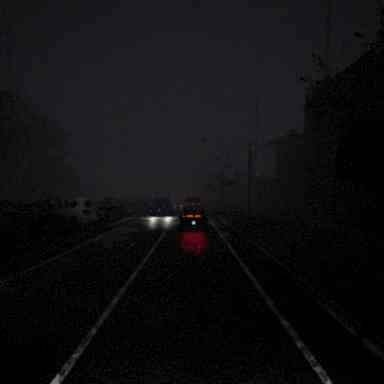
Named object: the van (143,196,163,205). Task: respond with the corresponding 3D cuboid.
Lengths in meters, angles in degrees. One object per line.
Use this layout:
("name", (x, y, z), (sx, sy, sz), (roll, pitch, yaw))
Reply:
("van", (-9.026, 2.035, 77.220), (4.442, 1.987, 1.878), (0, -1, 0))

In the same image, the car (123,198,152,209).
("car", (-8.918, 1.876, 54.794), (4.553, 1.767, 2.185), (0, -1, 0))

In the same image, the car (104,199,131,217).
("car", (-8.859, 1.743, 32.371), (5.008, 1.535, 2.097), (0, -1, 0))

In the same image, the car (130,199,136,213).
("car", (-9.052, 1.772, 35.171), (5.366, 1.575, 1.946), (0, -1, 0))

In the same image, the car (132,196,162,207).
("car", (-8.870, 1.880, 66.008), (5.566, 2.045, 2.435), (0, -1, 0))

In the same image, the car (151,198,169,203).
("car", (-8.956, 2.461, 94.044), (4.792, 1.488, 2.163), (0, 0, 0))

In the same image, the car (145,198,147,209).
("car", (-8.849, 1.934, 46.383), (4.792, 1.488, 2.163), (0, -1, 0))

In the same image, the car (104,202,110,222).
("car", (-8.851, 1.663, 23.966), (4.892, 1.521, 2.231), (0, 0, 0))

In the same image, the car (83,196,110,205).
("car", (-22.018, 2.003, 76.699), (5.566, 2.045, 2.435), (0, -1, 0))

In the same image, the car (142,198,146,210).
("car", (-8.846, 1.901, 43.580), (4.792, 1.488, 2.163), (0, -1, 0))

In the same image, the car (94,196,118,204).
("car", (-22.026, 2.099, 85.025), (5.566, 2.045, 2.435), (0, -1, 0))

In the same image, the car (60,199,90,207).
("car", (-21.980, 2.095, 62.817), (4.892, 1.521, 2.231), (0, -1, 0))

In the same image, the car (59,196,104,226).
("car", (-8.881, 1.388, 21.161), (5.566, 2.045, 2.435), (0, 0, 0))

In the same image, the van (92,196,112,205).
("van", (-22.111, 2.093, 82.249), (4.442, 1.987, 1.878), (0, -1, 0))

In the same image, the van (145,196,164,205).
("van", (-9.029, 2.067, 80.023), (4.442, 1.987, 1.878), (0, -1, 0))

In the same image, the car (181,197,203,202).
("car", (0.114, 1.586, 40.524), (2.150, 2.045, 5.566), (0, -1, 0))

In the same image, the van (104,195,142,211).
("van", (-8.756, 1.614, 40.780), (4.442, 1.987, 1.878), (0, -1, 0))

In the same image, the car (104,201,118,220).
("car", (-8.829, 1.717, 26.763), (4.792, 1.488, 2.163), (0, -1, 0))

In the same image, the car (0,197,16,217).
("car", (-21.917, 1.521, 34.937), (5.566, 2.045, 2.435), (0, -1, 0))

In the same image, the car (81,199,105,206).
("car", (-21.957, 2.252, 73.920), (4.792, 1.488, 2.163), (0, -1, 0))

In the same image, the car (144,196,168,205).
("car", (-8.887, 2.074, 82.827), (5.566, 2.045, 2.435), (0, -1, 0))

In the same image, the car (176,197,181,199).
("car", (-3.223, 2.029, 78.765), (1.812, 1.442, 4.674), (0, -1, 0))

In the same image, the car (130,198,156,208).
("car", (-8.861, 1.941, 60.400), (4.553, 1.767, 2.185), (0, -1, 0))

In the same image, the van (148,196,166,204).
("van", (-9.035, 2.132, 85.627), (4.442, 1.987, 1.878), (0, -1, 0))

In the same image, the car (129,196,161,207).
("car", (-8.867, 1.847, 63.205), (5.566, 2.045, 2.435), (0, -1, 0))

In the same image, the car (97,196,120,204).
("car", (-21.972, 2.126, 87.802), (5.566, 2.045, 2.435), (0, -1, 0))

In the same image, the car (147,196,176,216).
("car", (-3.329, 1.548, 37.129), (2.150, 2.045, 5.566), (0, -1, 0))

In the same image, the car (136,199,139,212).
("car", (-8.899, 1.837, 37.974), (4.792, 1.488, 2.163), (0, -1, 0))

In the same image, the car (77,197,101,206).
("car", (-22.014, 2.065, 71.145), (4.553, 1.767, 2.185), (0, -1, 0))

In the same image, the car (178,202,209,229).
("car", (0.108, 1.697, 23.309), (1.837, 1.490, 4.892), (0, 0, 0))

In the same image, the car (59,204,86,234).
("car", (-8.844, 1.615, 18.355), (5.008, 1.535, 2.097), (0, 0, 0))

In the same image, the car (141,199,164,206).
("car", (-8.900, 2.229, 74.414), (4.892, 1.521, 2.231), (0, -1, 0))

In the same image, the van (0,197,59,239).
("van", (-8.964, 1.366, 15.554), (4.442, 1.987, 1.878), (0, 0, 0))

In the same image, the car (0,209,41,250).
("car", (-8.839, 1.570, 12.749), (4.892, 1.521, 2.231), (0, 0, 0))

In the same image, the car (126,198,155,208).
("car", (-8.858, 1.908, 57.597), (4.553, 1.767, 2.185), (0, -1, 0))

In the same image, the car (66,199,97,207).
("car", (-21.792, 2.123, 65.594), (5.366, 1.575, 1.946), (0, -1, 0))

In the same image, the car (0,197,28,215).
("car", (-21.921, 1.551, 37.598), (5.566, 2.045, 2.435), (0, -1, 0))
